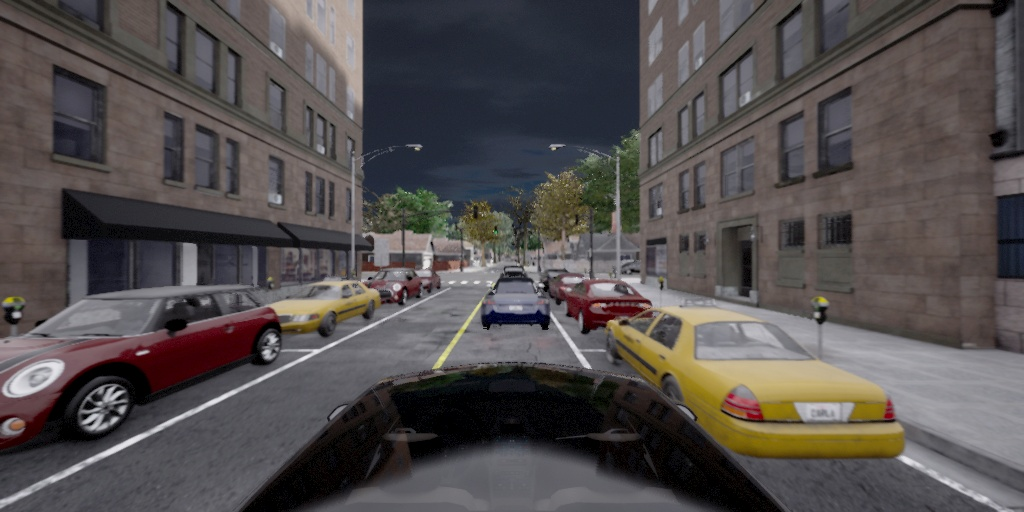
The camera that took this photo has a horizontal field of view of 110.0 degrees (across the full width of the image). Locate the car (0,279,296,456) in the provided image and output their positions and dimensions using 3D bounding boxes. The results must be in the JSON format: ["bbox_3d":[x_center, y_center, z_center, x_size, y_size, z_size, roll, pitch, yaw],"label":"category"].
[{"bbox_3d":[-5.386,1.211,5.171,1.967,1.591,4.097,0,0,0],"label":"car"}]

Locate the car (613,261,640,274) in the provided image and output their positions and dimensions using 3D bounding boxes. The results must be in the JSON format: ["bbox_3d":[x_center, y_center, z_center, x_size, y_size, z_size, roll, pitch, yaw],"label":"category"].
[{"bbox_3d":[14.762,1.389,41.442,4.902,1.511,2.128,0,0,0],"label":"car"}]

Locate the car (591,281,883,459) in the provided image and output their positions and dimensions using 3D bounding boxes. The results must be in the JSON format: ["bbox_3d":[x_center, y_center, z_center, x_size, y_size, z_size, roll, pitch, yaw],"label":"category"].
[{"bbox_3d":[2.639,1.296,5.340,1.751,1.417,4.829,0,0,0],"label":"car"}]

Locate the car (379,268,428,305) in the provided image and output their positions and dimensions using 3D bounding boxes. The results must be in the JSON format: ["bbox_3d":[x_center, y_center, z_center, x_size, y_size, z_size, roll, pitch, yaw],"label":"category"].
[{"bbox_3d":[-5.381,1.278,16.208,1.967,1.591,4.097,0,0,0],"label":"car"}]

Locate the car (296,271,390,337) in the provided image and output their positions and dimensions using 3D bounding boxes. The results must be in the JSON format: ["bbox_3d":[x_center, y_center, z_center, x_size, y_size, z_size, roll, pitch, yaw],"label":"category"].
[{"bbox_3d":[-5.384,1.330,10.519,1.751,1.417,4.829,0,0,0],"label":"car"}]

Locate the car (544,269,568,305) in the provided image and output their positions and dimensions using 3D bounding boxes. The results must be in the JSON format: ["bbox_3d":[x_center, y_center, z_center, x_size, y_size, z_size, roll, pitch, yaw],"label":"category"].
[{"bbox_3d":[2.644,1.420,16.206,1.802,1.307,4.207,0,0,0],"label":"car"}]

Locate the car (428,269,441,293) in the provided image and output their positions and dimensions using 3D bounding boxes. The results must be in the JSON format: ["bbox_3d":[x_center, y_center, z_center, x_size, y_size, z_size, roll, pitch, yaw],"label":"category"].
[{"bbox_3d":[-5.378,1.454,21.727,1.802,1.307,4.207,0,0,0],"label":"car"}]

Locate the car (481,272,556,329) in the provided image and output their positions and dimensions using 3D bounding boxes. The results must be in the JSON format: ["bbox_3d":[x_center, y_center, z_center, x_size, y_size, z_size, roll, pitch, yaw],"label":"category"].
[{"bbox_3d":[0.104,1.374,11.576,1.994,1.385,4.181,0,0,0],"label":"car"}]

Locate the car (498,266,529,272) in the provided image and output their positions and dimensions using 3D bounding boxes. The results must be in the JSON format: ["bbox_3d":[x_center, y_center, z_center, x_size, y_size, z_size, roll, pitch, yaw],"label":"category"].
[{"bbox_3d":[0.107,1.392,24.154,1.837,1.490,4.892,0,0,0],"label":"car"}]

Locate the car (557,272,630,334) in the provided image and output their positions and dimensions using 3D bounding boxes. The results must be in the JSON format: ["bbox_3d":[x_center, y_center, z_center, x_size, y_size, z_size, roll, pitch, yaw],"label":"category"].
[{"bbox_3d":[2.642,1.349,10.688,1.888,1.381,4.507,0,0,0],"label":"car"}]
